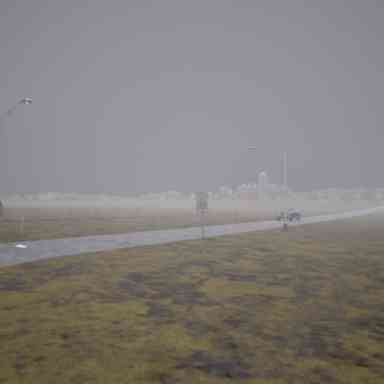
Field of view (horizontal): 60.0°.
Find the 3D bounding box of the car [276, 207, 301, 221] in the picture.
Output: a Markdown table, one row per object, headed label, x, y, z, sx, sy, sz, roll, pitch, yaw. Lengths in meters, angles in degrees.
| label | x | y | z | sx | sy | sz | roll | pitch | yaw |
| --- | --- | --- | --- | --- | --- | --- | --- | --- | --- |
| car | 14.458 | 3.229 | 49.603 | 2.150 | 2.045 | 5.566 | -2 | -3 | 35 |
